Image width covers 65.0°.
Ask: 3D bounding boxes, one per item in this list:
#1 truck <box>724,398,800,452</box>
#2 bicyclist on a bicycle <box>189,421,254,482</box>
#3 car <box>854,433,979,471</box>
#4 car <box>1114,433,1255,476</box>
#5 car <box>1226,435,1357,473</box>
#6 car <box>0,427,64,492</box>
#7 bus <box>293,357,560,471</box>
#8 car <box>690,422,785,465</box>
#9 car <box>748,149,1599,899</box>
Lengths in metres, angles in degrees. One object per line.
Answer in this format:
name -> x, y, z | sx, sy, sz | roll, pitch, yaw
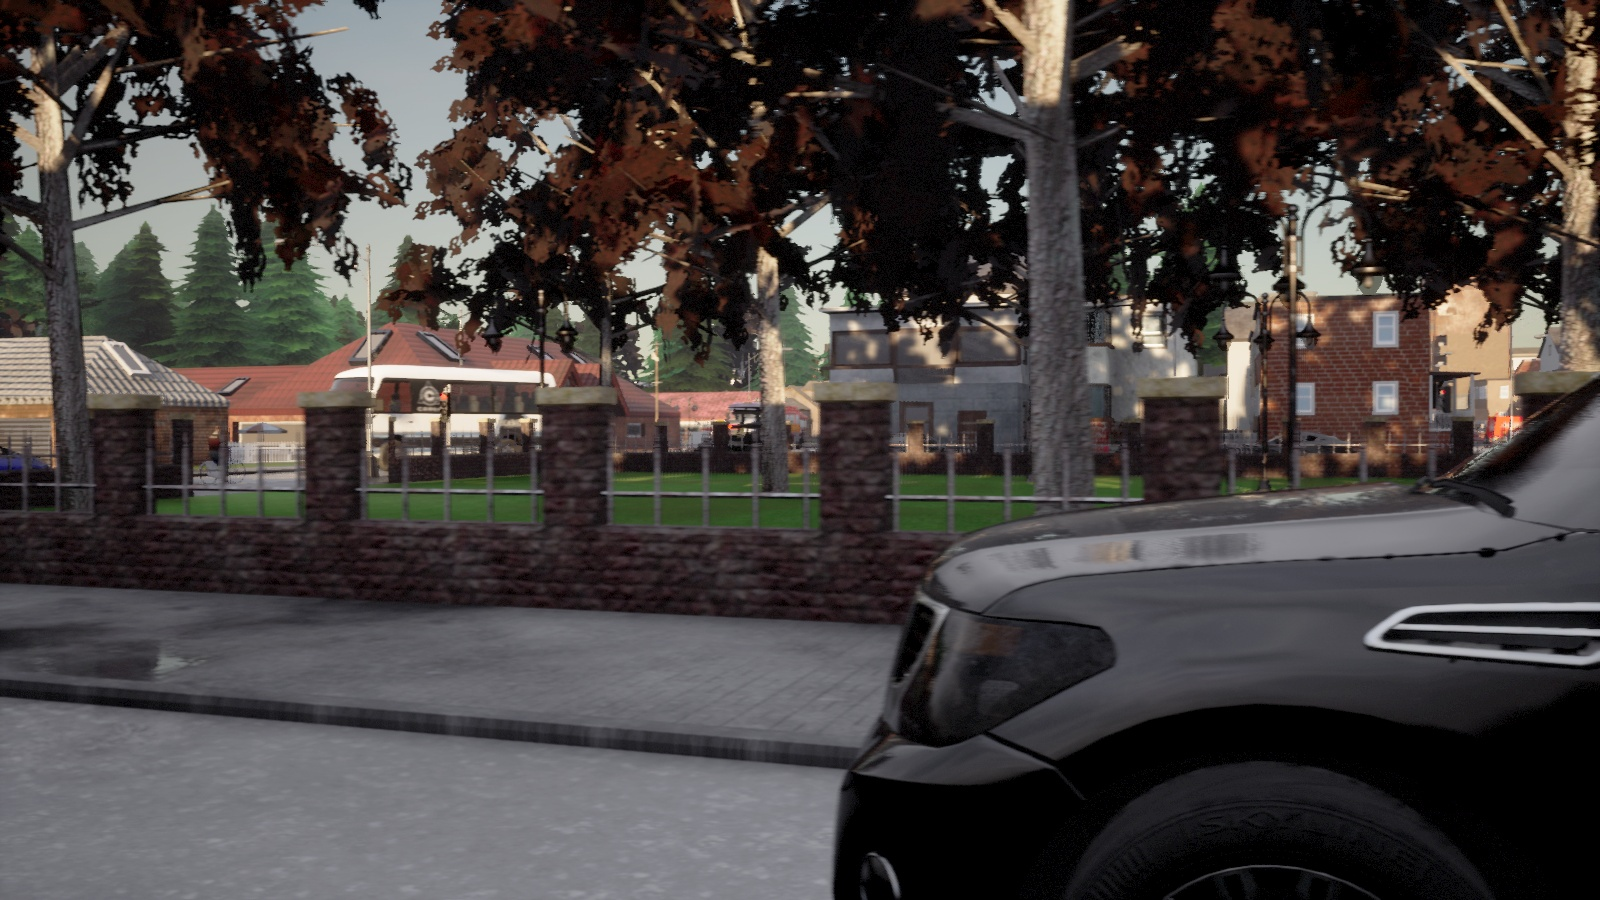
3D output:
truck -> -2.719, -1.839, 93.110 | 2.891, 3.827, 8.468 | 1, 1, 19
bicyclist on a bicycle -> -17.233, 0.032, 37.452 | 0.659, 1.776, 1.843 | 1, 1, 17
car -> 4.643, 0.072, 49.831 | 4.674, 1.442, 1.812 | 0, 1, 15
car -> 14.220, 0.138, 46.640 | 4.892, 1.490, 1.837 | 0, 1, 16
car -> 19.197, 0.136, 49.252 | 4.674, 1.442, 1.812 | 1, 1, 19
car -> -19.952, 0.227, 29.408 | 2.007, 1.525, 4.514 | 1, 1, 17
bus -> -15.253, -1.444, 52.246 | 3.944, 4.253, 10.273 | 1, 1, 37
car -> -2.810, -0.296, 56.680 | 3.866, 1.878, 1.905 | 1, 1, 19
car -> 2.872, 0.512, 2.754 | 5.566, 2.045, 2.150 | 1, 1, 18
